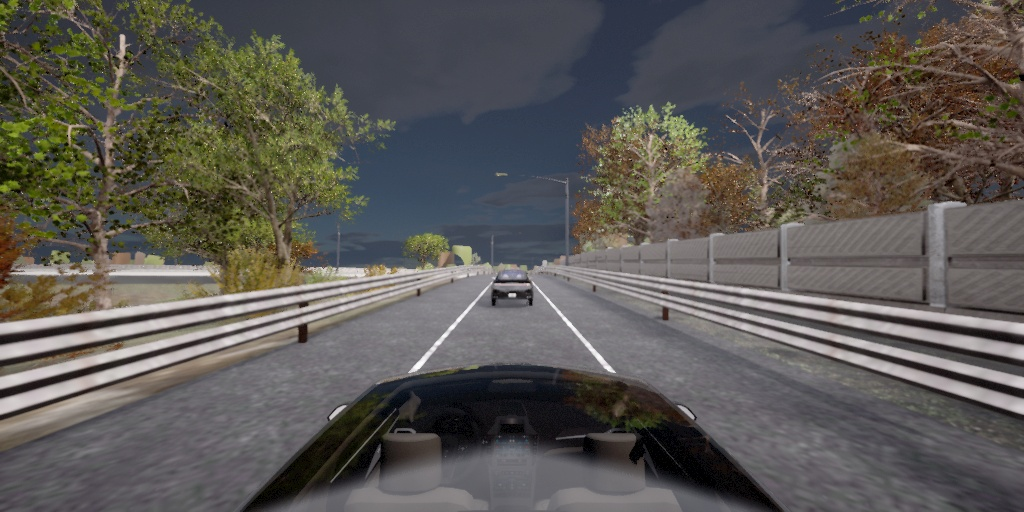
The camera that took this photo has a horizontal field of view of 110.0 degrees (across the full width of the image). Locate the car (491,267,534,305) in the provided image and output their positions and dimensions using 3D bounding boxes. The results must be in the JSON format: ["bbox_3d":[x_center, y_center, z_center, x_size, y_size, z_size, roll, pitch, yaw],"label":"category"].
[{"bbox_3d":[0.020,1.391,16.925,2.128,1.511,4.902,0,0,0],"label":"car"}]
